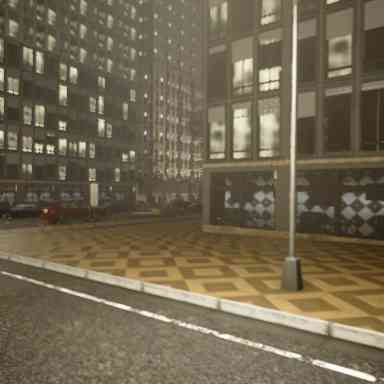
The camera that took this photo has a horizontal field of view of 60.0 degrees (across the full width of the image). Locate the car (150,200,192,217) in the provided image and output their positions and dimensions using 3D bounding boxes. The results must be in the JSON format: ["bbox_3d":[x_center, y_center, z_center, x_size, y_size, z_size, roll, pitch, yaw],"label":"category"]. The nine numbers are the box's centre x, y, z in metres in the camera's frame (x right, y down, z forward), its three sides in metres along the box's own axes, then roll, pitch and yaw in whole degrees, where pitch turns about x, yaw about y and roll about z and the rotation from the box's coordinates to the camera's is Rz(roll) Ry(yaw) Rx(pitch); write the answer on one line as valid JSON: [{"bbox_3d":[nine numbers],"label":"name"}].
[{"bbox_3d":[-2.378,1.873,35.214,1.752,1.417,4.829,0,0,36],"label":"car"}]

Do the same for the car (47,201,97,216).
[{"bbox_3d":[-12.673,1.700,35.382,1.752,1.417,4.829,0,0,36],"label":"car"}]

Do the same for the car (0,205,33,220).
[{"bbox_3d":[-14.539,1.754,28.490,1.895,1.301,4.718,1,0,37],"label":"car"}]

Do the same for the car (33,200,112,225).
[{"bbox_3d":[-9.180,1.562,26.006,2.192,1.841,5.009,0,0,36],"label":"car"}]

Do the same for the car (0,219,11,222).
[{"bbox_3d":[-6.906,1.490,8.605,5.008,1.535,1.882,0,0,36],"label":"car"}]

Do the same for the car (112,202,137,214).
[{"bbox_3d":[-8.512,1.791,36.650,2.033,1.411,5.357,1,0,36],"label":"car"}]

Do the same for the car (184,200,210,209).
[{"bbox_3d":[0.830,1.938,53.657,1.947,1.339,4.313,0,0,36],"label":"car"}]

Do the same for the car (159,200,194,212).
[{"bbox_3d":[-2.087,1.829,45.319,2.128,1.511,4.902,1,0,37],"label":"car"}]

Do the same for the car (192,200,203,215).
[{"bbox_3d":[0.873,1.978,39.614,1.802,1.307,4.206,0,0,36],"label":"car"}]
